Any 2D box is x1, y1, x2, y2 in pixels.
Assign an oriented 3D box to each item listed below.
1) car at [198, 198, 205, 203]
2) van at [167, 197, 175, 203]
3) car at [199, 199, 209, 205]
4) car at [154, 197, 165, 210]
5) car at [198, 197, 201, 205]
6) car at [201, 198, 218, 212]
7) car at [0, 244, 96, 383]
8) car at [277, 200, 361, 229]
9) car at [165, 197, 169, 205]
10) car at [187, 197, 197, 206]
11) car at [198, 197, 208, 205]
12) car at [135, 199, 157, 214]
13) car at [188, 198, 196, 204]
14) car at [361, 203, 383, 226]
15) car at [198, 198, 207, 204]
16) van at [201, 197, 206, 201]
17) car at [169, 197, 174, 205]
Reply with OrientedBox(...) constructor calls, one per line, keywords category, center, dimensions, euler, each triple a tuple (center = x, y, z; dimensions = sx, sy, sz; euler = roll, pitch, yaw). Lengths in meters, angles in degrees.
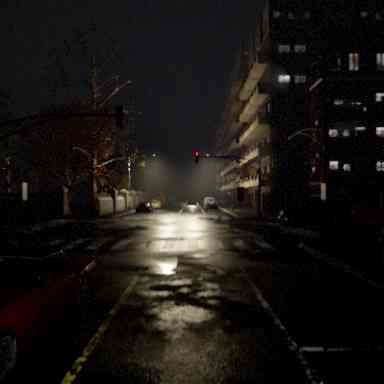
OrientedBox(category="car", center=(2.657, 2.373, 91.001), dimensions=(1.887, 1.381, 4.507), euler=(0, -1, 0))
OrientedBox(category="van", center=(-5.723, 2.169, 91.000), dimensions=(1.690, 1.788, 3.998), euler=(0, -1, 0))
OrientedBox(category="car", center=(2.664, 2.203, 74.111), dimensions=(1.887, 1.381, 4.507), euler=(0, -1, 0))
OrientedBox(category="car", center=(-5.706, 1.967, 51.419), dimensions=(1.752, 1.417, 4.829), euler=(0, -1, 0))
OrientedBox(category="car", center=(2.669, 1.989, 62.853), dimensions=(1.967, 1.590, 4.097), euler=(0, -1, 0))
OrientedBox(category="car", center=(2.676, 1.936, 45.961), dimensions=(1.887, 1.381, 4.507), euler=(0, -1, 0))
OrientedBox(category="car", center=(-3.141, 1.645, 5.474), dimensions=(1.895, 1.301, 4.718), euler=(0, 0, -1))
OrientedBox(category="car", center=(9.331, 1.619, 25.199), dimensions=(5.566, 2.045, 2.150), euler=(1, -1, -3))
OrientedBox(category="car", center=(-5.709, 1.811, 57.221), dimensions=(2.192, 1.841, 5.009), euler=(0, -1, 0))
OrientedBox(category="car", center=(-0.026, 2.156, 69.045), dimensions=(2.033, 1.411, 5.357), euler=(0, -1, 0))
OrientedBox(category="car", center=(2.663, 2.029, 79.743), dimensions=(2.192, 1.841, 5.009), euler=(0, -1, 0))
OrientedBox(category="car", center=(-5.702, 1.907, 40.328), dimensions=(1.947, 1.339, 4.313), euler=(0, -1, 0))
OrientedBox(category="car", center=(-0.029, 2.088, 79.465), dimensions=(1.837, 1.490, 4.892), euler=(0, -1, 0))
OrientedBox(category="car", center=(13.456, 1.831, 28.014), dimensions=(5.009, 1.841, 2.192), euler=(1, -2, -1))
OrientedBox(category="car", center=(2.659, 2.321, 85.372), dimensions=(2.008, 1.369, 4.403), euler=(0, -1, 0))
OrientedBox(category="van", center=(2.674, 1.784, 51.594), dimensions=(1.690, 1.788, 3.998), euler=(0, -1, 0))
OrientedBox(category="car", center=(-5.716, 2.098, 74.110), dimensions=(1.967, 1.590, 4.097), euler=(0, -1, 0))
